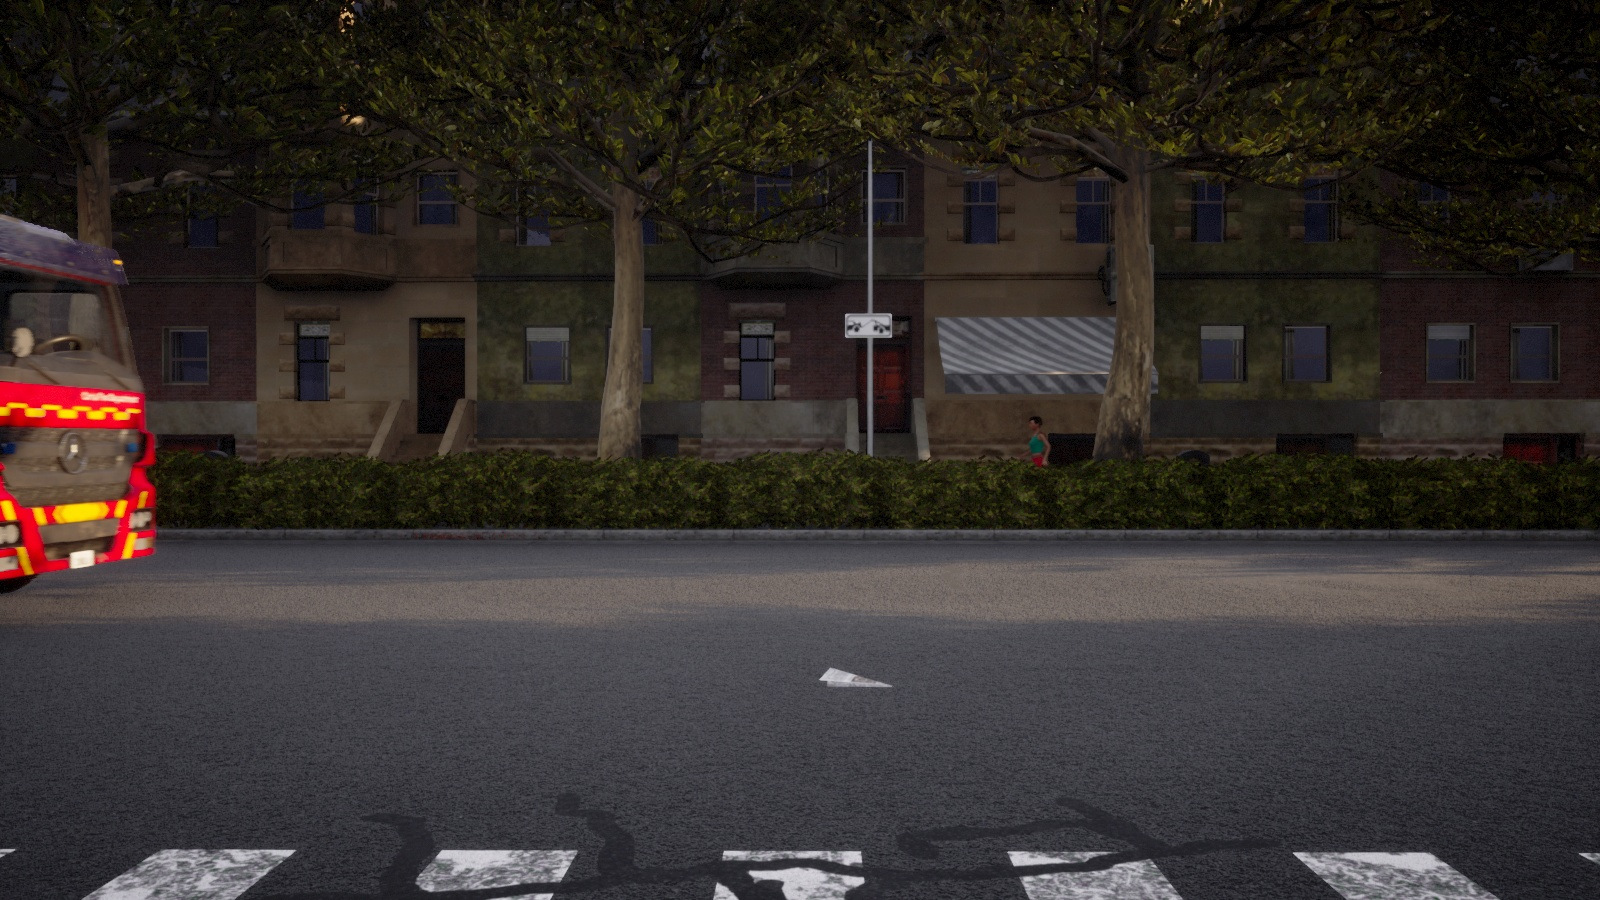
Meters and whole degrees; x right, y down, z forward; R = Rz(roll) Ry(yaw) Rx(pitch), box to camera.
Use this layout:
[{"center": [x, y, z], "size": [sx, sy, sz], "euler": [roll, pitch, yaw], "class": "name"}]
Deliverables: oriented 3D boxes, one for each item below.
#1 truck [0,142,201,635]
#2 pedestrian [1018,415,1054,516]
[{"center": [-10.301, -0.490, 11.285], "size": [8.468, 3.827, 2.891], "euler": [0, 0, 1], "class": "truck"}, {"center": [4.335, 0.277, 23.041], "size": [0.594, 1.836, 0.345], "euler": [0, 0, 0], "class": "pedestrian"}]
